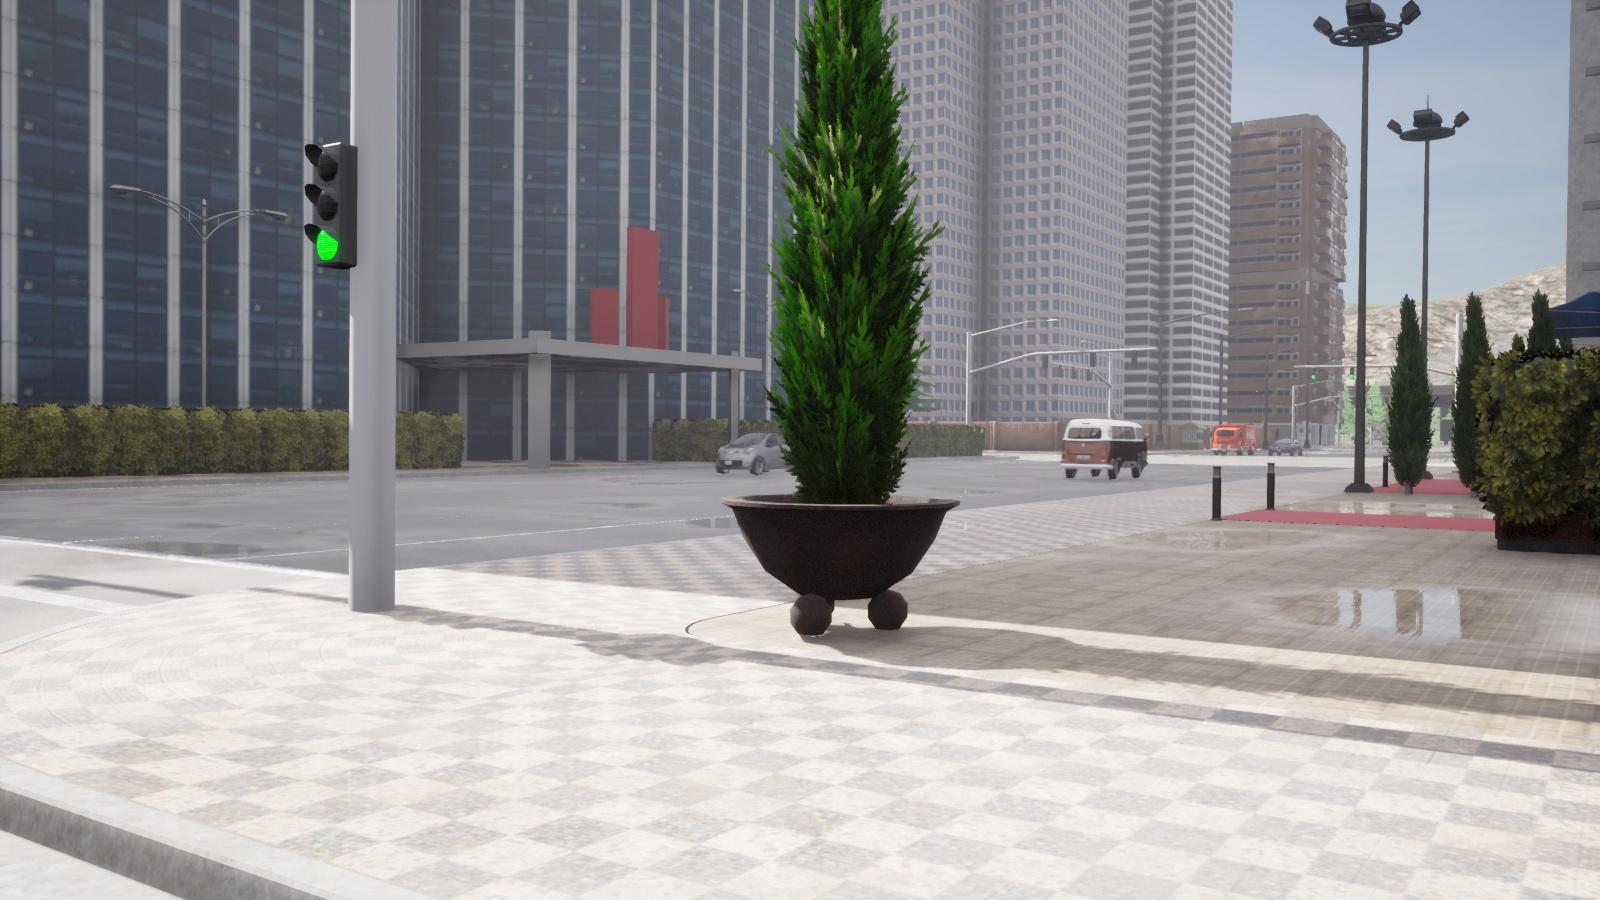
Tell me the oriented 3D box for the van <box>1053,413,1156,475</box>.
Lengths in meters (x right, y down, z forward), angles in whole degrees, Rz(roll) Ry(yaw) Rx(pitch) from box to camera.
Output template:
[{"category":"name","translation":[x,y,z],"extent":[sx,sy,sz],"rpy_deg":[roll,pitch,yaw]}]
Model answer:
[{"category":"van","translation":[10.577,-0.234,43.412],"extent":[2.069,2.038,4.480],"rpy_deg":[0,1,33]}]

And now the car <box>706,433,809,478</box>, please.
[{"category":"car","translation":[-1.453,0.155,44.170],"extent":[1.845,1.501,3.633],"rpy_deg":[0,1,33]}]
